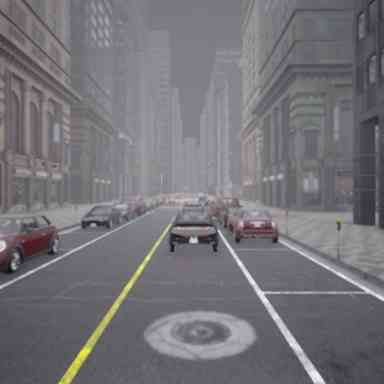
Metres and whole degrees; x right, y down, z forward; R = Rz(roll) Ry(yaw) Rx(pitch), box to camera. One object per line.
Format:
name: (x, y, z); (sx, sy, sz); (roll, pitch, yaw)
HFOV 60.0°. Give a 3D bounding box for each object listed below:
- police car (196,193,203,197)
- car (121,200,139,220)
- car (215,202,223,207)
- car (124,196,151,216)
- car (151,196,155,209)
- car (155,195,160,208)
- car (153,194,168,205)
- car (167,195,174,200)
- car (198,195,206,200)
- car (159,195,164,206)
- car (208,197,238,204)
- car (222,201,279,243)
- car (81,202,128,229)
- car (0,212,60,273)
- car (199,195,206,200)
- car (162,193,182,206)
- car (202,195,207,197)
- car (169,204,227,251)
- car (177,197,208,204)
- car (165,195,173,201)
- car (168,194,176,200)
police car: (2.397, 1.374, 71.381); (1.930, 1.638, 5.238); (0, 0, 0)
car: (-5.748, 1.562, 27.171); (1.802, 1.307, 4.206); (0, 0, 0)
car: (2.775, 1.549, 21.569); (1.947, 1.339, 4.313); (0, 0, 0)
car: (-5.745, 1.291, 32.773); (2.192, 1.841, 5.009); (0, 0, 0)
car: (-5.743, 1.497, 38.205); (1.752, 1.417, 4.829); (0, 0, 0)
car: (-5.741, 1.519, 43.977); (2.008, 1.369, 4.403); (0, 0, 0)
car: (-5.733, 1.271, 60.782); (2.192, 1.841, 5.009); (0, 0, 0)
car: (-5.722, 1.466, 88.621); (1.752, 1.417, 4.829); (0, 0, 0)
car: (2.806, 1.482, 94.398); (1.887, 1.381, 4.507); (0, 0, 0)
car: (-5.739, 1.530, 49.579); (1.947, 1.339, 4.313); (0, 0, 0)
car: (2.778, 1.294, 27.171); (2.192, 1.841, 5.009); (0, 0, 0)
car: (2.773, 1.427, 15.967); (1.967, 1.590, 4.097); (0, 0, 0)
car: (-5.751, 1.550, 21.570); (1.947, 1.339, 4.313); (0, 0, 0)
car: (-5.755, 1.432, 10.366); (1.967, 1.590, 4.097); (0, 0, 0)
car: (2.803, 1.465, 88.965); (1.752, 1.417, 4.829); (0, 0, 0)
car: (-3.054, 1.315, 52.084); (2.097, 1.767, 4.553); (0, 0, 0)
car: (2.787, 1.508, 49.580); (1.887, 1.381, 4.507); (0, 0, 0)
car: (0.074, 1.481, 13.963); (2.128, 1.511, 4.902); (0, 0, 0)
car: (0.081, 1.470, 29.134); (2.128, 1.511, 4.902); (0, 0, 0)
car: (-5.725, 1.525, 83.189); (1.802, 1.307, 4.206); (0, 0, 0)
car: (-5.719, 1.378, 94.392); (1.967, 1.590, 4.097); (0, 0, 0)
